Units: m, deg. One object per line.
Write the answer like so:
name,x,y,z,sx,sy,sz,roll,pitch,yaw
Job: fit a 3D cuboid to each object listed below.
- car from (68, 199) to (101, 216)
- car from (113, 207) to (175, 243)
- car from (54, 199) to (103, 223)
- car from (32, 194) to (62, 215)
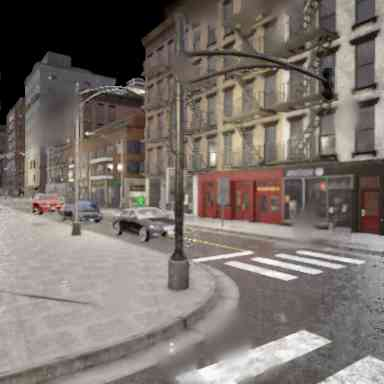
car,-10.917,1.514,33.597,1.812,1.442,4.674,0,0,-36
car,-2.335,1.513,16.584,2.128,1.511,4.902,0,0,-36
car,-8.458,1.545,25.104,2.033,1.411,5.357,0,0,-36
car,-14.715,1.193,33.828,2.150,2.045,5.566,0,0,-35
